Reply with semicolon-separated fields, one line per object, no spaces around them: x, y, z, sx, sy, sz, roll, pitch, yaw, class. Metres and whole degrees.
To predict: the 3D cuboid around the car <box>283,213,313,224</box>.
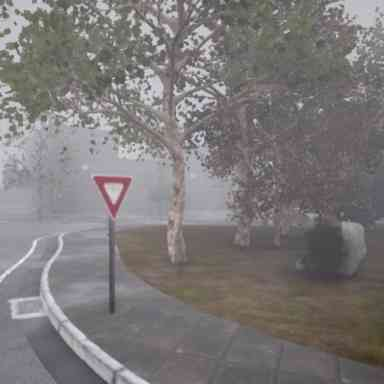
15.236;3.749;47.713;4.674;1.442;1.812;4;-3;-39;car

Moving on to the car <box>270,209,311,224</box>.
11.870;2.984;40.655;5.566;2.045;2.150;5;-3;-40;car
